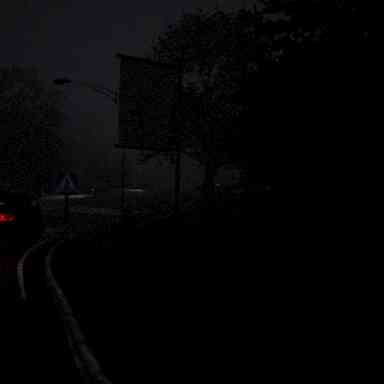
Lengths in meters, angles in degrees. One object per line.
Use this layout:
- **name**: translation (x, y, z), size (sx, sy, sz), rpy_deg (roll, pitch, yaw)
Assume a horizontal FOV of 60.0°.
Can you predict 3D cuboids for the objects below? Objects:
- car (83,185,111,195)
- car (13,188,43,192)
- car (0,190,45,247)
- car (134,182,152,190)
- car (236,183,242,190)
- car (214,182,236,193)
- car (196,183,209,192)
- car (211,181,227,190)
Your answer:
- **car**: translation (-14.304, -0.389, 50.237), size (1.895, 1.301, 4.718), rpy_deg (2, 4, 20)
- **car**: translation (-19.080, 0.274, 37.235), size (2.033, 1.411, 5.357), rpy_deg (2, 4, 20)
- **car**: translation (-7.902, 1.084, 14.031), size (2.150, 2.045, 5.566), rpy_deg (2, -2, -13)
- **car**: translation (-9.273, -1.240, 63.763), size (1.812, 1.442, 4.674), rpy_deg (2, 4, 20)
- **car**: translation (9.092, -1.232, 68.793), size (1.994, 1.385, 4.181), rpy_deg (2, 4, 20)
- **car**: translation (5.833, -0.676, 59.771), size (2.033, 1.411, 5.357), rpy_deg (2, 4, 21)
- **car**: translation (2.269, -0.815, 60.219), size (1.837, 1.490, 4.892), rpy_deg (2, 4, 21)
- **car**: translation (5.807, -1.404, 69.990), size (2.128, 1.511, 4.902), rpy_deg (2, 4, 20)
